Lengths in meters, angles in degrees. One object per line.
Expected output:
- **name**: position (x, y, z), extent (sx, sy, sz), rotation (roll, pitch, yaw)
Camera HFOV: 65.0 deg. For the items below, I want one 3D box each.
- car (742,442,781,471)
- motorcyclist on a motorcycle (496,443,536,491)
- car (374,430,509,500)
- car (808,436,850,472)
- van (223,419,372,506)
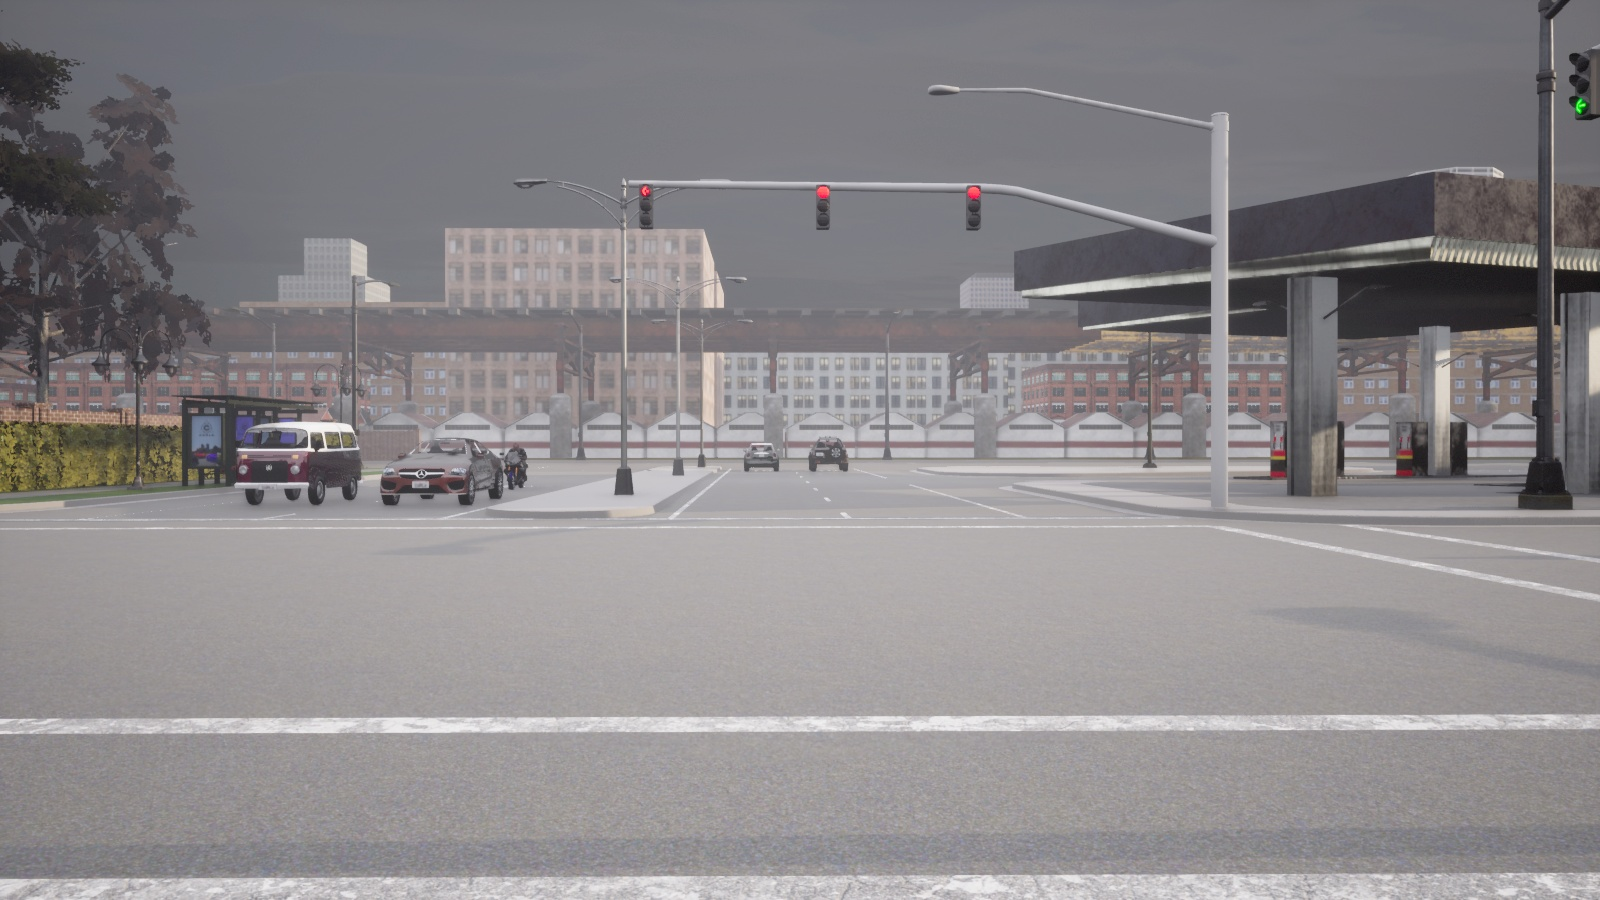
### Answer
- **car**: position (-2.051, 0.333, 66.845), extent (1.970, 1.475, 3.806), rotation (0, 0, -2)
- **motorcyclist on a motorcycle**: position (-9.259, 0.543, 41.008), extent (0.866, 1.530, 2.191), rotation (0, 0, -2)
- **car**: position (-9.015, 0.337, 32.078), extent (2.152, 1.651, 5.027), rotation (0, 0, -2)
- **car**: position (1.476, 0.191, 66.066), extent (1.932, 1.855, 4.605), rotation (0, 0, -2)
- **van**: position (-12.501, 0.282, 31.579), extent (2.069, 2.038, 4.480), rotation (0, 0, -2)
